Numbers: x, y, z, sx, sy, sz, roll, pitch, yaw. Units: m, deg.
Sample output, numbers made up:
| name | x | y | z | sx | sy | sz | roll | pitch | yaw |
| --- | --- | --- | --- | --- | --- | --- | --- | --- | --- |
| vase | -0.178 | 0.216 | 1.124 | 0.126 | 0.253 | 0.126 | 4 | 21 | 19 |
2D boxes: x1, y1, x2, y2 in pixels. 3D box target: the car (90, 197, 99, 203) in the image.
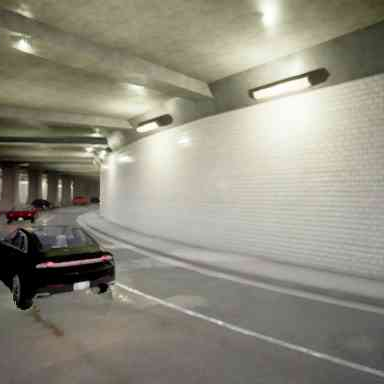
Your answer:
| name | x | y | z | sx | sy | sz | roll | pitch | yaw |
| --- | --- | --- | --- | --- | --- | --- | --- | --- | --- |
| car | -25.369 | 2.095 | 86.631 | 1.837 | 1.490 | 4.892 | 0 | -1 | -5 |

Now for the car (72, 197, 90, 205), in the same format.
| name | x | y | z | sx | sy | sz | roll | pitch | yaw |
| --- | --- | --- | --- | --- | --- | --- | --- | --- | --- |
| car | -24.150 | 1.800 | 71.591 | 2.097 | 1.767 | 4.553 | 0 | -1 | -5 |

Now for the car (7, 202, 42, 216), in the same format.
| name | x | y | z | sx | sy | sz | roll | pitch | yaw |
| --- | --- | --- | --- | --- | --- | --- | --- | --- | --- |
| car | -13.809 | 1.781 | 27.388 | 1.895 | 1.301 | 4.718 | 1 | -1 | -20 |

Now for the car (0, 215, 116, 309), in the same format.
| name | x | y | z | sx | sy | sz | roll | pitch | yaw |
| --- | --- | --- | --- | --- | --- | --- | --- | --- | --- |
| car | -3.582 | 1.552 | 8.136 | 2.128 | 1.511 | 4.902 | 1 | -1 | -39 |

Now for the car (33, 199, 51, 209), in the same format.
| name | x | y | z | sx | sy | sz | roll | pitch | yaw |
| --- | --- | --- | --- | --- | --- | --- | --- | --- | --- |
| car | -23.651 | 1.866 | 52.202 | 1.837 | 1.490 | 4.892 | 0 | -1 | -5 |
